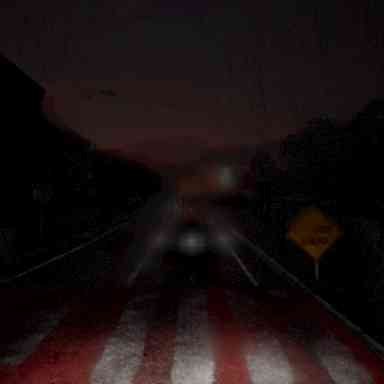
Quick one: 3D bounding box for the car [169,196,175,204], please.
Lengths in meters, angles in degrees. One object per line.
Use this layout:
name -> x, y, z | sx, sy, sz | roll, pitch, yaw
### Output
car -> -3.289, 1.552, 65.078 | 2.128, 1.511, 4.902 | 0, 0, 1

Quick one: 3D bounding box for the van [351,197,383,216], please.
van -> 18.944, 1.460, 33.402 | 4.442, 1.987, 1.878 | 0, 0, 0

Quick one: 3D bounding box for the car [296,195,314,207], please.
car -> 18.806, 1.628, 50.055 | 4.892, 1.521, 2.231 | 0, 0, 0

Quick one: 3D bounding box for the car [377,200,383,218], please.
car -> 18.832, 1.706, 27.851 | 5.008, 1.535, 2.097 | 0, 0, 0

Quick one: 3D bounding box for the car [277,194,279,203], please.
car -> 18.775, 1.588, 61.157 | 4.892, 1.521, 2.231 | 0, 0, 0

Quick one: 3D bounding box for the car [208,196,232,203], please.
car -> 5.718, 1.577, 68.789 | 4.792, 1.488, 2.163 | 0, 0, 0

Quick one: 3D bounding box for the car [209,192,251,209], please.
car -> 5.693, 1.378, 49.163 | 5.566, 2.045, 2.435 | 0, 0, 0

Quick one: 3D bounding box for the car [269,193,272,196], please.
car -> 18.738, 1.575, 69.484 | 4.792, 1.488, 2.163 | 0, 1, 0

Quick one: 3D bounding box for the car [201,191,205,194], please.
car -> 5.642, 1.193, 80.005 | 5.566, 2.045, 2.435 | 0, 1, 0

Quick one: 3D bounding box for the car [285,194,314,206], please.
car -> 18.795, 1.607, 55.607 | 5.008, 1.535, 2.097 | 0, 0, 0

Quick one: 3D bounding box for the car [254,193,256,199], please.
car -> 18.930, 1.404, 83.370 | 5.366, 1.575, 1.946 | 0, 1, 0

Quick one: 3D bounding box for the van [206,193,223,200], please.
van -> 5.777, 1.154, 85.613 | 4.442, 1.987, 1.878 | 0, 1, 0

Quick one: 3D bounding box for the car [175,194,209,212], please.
car -> 0.001, 1.429, 27.567 | 2.150, 2.045, 5.566 | 0, 0, 0

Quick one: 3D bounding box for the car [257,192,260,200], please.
car -> 18.782, 1.219, 77.816 | 5.566, 2.045, 2.435 | 0, 1, 0

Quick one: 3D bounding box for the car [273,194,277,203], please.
car -> 18.771, 1.575, 63.935 | 5.008, 1.535, 2.097 | 0, 0, 0

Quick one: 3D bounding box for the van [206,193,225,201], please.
van -> 5.782, 1.186, 82.810 | 4.442, 1.987, 1.878 | 0, 1, 0

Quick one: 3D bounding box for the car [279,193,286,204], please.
car -> 18.757, 1.346, 58.382 | 5.566, 2.045, 2.435 | 0, 0, 0

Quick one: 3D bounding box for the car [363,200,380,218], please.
car -> 18.829, 1.736, 30.628 | 4.674, 1.452, 2.002 | 0, 0, 0

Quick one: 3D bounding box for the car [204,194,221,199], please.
car -> 5.644, 1.324, 94.025 | 4.674, 1.452, 2.002 | 0, 1, 0

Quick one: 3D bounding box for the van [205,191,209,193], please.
van -> 5.791, 1.250, 77.205 | 4.442, 1.987, 1.878 | 0, 1, 0

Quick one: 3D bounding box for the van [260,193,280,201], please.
van -> 18.865, 1.213, 80.593 | 4.442, 1.987, 1.878 | 0, 1, 0

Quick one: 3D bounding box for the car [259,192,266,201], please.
car -> 18.729, 1.245, 75.039 | 5.566, 2.045, 2.435 | 0, 1, 0

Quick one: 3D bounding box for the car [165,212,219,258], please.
car -> 0.016, 1.711, 13.448 | 1.994, 1.385, 4.181 | 0, 0, 0

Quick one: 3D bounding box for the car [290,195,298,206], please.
car -> 18.800, 1.617, 52.831 | 5.008, 1.535, 2.097 | 0, 0, 0

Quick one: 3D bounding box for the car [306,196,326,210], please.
car -> 18.623, 1.643, 44.505 | 5.366, 1.575, 1.946 | 0, 0, 0

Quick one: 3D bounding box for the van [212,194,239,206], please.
van -> 5.824, 1.373, 57.573 | 4.442, 1.987, 1.878 | 0, 0, 0

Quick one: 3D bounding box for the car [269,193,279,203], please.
car -> 18.956, 1.557, 66.712 | 5.366, 1.575, 1.946 | 0, 0, 0

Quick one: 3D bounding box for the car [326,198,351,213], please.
car -> 18.789, 1.696, 38.953 | 4.792, 1.488, 2.163 | 0, 0, 0

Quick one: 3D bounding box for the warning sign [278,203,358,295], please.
warning sign -> 2.765, 1.208, 7.474 | 1.300, 1.860, 1.060 | -2, -3, 0

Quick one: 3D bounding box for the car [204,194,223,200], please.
car -> 5.649, 1.349, 88.418 | 4.892, 1.521, 2.231 | 0, 1, 0

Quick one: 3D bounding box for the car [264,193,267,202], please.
car -> 18.791, 1.551, 72.267 | 4.792, 1.488, 2.163 | 0, 1, 0

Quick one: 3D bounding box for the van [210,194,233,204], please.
van -> 5.810, 1.337, 65.985 | 4.442, 1.987, 1.878 | 0, 0, 0

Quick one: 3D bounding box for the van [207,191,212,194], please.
van -> 5.581, 1.352, 63.183 | 4.442, 1.987, 1.878 | 0, 0, 0

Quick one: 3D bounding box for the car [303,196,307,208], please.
car -> 18.833, 1.666, 47.280 | 4.792, 1.488, 2.163 | 0, 0, 0
